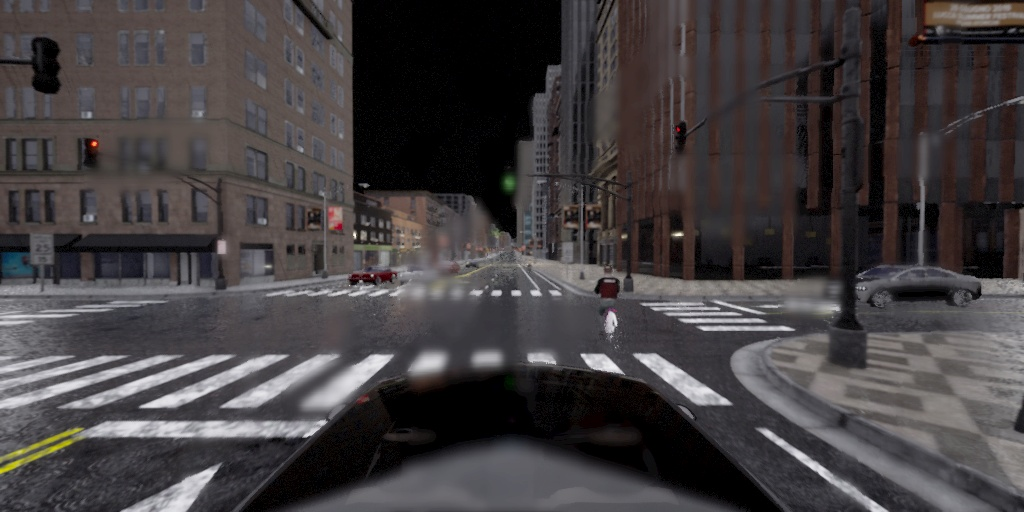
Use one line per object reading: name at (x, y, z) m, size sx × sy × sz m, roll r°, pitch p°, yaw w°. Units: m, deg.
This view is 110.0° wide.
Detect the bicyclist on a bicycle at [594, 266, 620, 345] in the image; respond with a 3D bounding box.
bicyclist on a bicycle at (2.255, 1.127, 8.657) m, size 0.659 × 1.776 × 1.843 m, roll 0°, pitch 0°, yaw 0°

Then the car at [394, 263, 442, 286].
car at (-6.584, 1.366, 25.687) m, size 1.895 × 1.301 × 4.718 m, roll 0°, pitch 0°, yaw -1°

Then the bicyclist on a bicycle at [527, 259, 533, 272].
bicyclist on a bicycle at (2.237, 1.213, 45.151) m, size 0.866 × 1.612 × 1.509 m, roll 0°, pitch 0°, yaw 0°

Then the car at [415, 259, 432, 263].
car at (-9.847, 1.125, 39.563) m, size 2.097 × 1.767 × 4.553 m, roll 0°, pitch 0°, yaw 0°

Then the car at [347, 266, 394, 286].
car at (-9.874, 1.365, 25.720) m, size 1.895 × 1.301 × 4.718 m, roll 0°, pitch 0°, yaw 1°

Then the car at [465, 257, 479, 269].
car at (-6.527, 1.327, 59.531) m, size 2.033 × 1.411 × 5.357 m, roll 0°, pitch 0°, yaw 0°

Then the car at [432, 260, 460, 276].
car at (-6.600, 1.250, 37.353) m, size 1.882 × 1.535 × 5.008 m, roll 0°, pitch 0°, yaw 0°

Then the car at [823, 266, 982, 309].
car at (14.796, 1.146, 13.771) m, size 4.902 × 1.511 × 2.128 m, roll 0°, pitch 1°, yaw 0°
